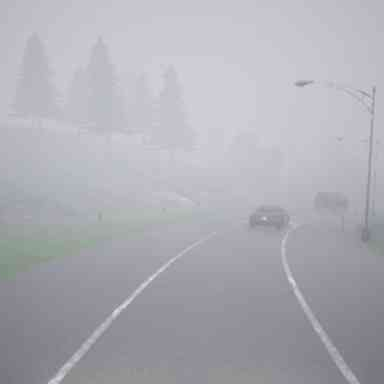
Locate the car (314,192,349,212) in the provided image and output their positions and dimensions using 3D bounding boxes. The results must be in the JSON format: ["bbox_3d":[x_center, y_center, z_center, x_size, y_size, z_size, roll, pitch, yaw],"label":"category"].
[{"bbox_3d":[15.820,1.054,37.598,2.150,2.045,5.566,6,4,44],"label":"car"}]

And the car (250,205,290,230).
[{"bbox_3d":[5.119,1.536,21.624,1.994,1.385,4.181,3,1,24],"label":"car"}]
